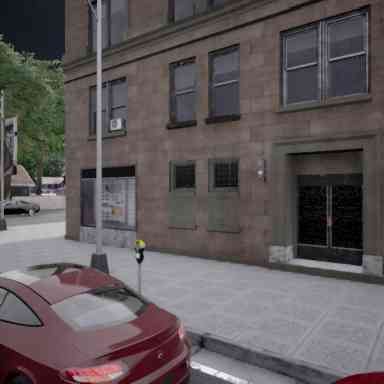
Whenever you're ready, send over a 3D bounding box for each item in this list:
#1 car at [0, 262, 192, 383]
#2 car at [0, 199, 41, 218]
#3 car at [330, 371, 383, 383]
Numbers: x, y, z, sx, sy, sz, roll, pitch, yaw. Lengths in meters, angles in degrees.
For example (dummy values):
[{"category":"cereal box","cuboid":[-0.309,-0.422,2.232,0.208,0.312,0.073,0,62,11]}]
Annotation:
[{"category":"car","cuboid":[-1.944,1.582,4.201,4.206,1.307,1.802,0,0,36]},{"category":"car","cuboid":[-15.560,1.398,28.560,2.128,1.511,4.902,0,0,34]},{"category":"car","cuboid":[2.545,1.545,0.991,4.507,1.381,1.887,0,0,36]}]
